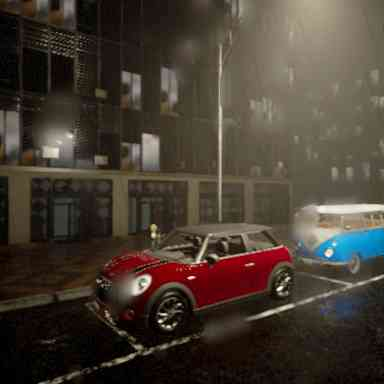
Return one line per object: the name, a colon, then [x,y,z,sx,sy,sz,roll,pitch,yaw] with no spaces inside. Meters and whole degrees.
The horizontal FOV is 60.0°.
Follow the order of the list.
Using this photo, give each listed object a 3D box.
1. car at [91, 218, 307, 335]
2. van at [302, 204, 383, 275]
car: [0.136,1.416,6.644,4.097,1.590,1.967,0,1,-35]
van: [4.758,1.281,9.937,3.998,1.788,1.690,0,1,-35]
